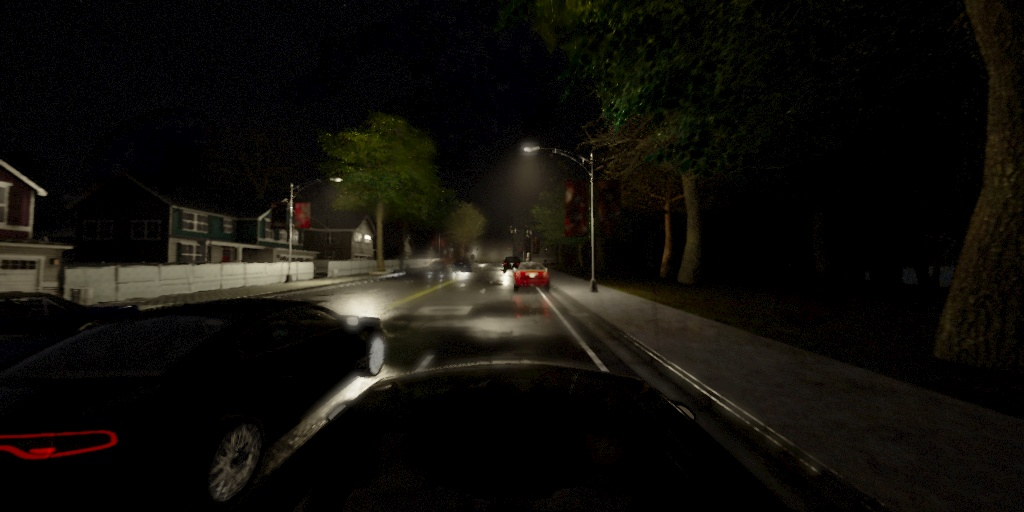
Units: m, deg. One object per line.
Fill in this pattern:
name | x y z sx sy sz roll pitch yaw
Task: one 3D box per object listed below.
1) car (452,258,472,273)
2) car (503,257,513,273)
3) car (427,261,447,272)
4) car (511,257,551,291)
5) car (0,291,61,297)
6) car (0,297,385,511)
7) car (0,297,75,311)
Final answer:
car | -6.580 1.228 47.187 2.097 1.767 4.553 0 0 0
car | 0.025 1.093 45.301 2.150 2.045 5.566 0 0 1
car | -9.841 1.404 47.785 1.812 1.442 4.674 0 0 0
car | 1.132 1.142 22.089 2.097 1.767 4.553 0 0 0
car | -9.849 1.356 6.290 1.895 1.301 4.718 0 0 0
car | -3.149 1.230 4.320 1.882 1.535 5.008 0 0 0
car | -6.600 1.297 2.209 2.033 1.411 5.357 0 0 0
